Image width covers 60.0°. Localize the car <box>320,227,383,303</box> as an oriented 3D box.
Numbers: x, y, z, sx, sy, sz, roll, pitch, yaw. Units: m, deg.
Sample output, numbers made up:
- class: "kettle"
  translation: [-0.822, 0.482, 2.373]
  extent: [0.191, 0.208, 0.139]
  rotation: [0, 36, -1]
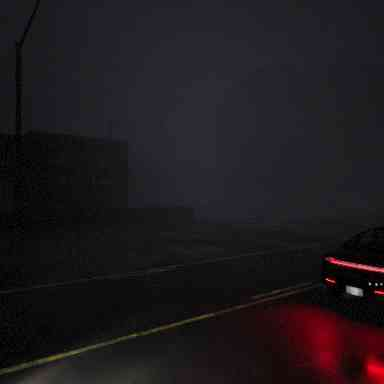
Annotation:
- class: "car"
  translation: [4.766, 1.492, 7.136]
  extent: [4.902, 1.511, 2.128]
  rotation: [0, 0, -36]
